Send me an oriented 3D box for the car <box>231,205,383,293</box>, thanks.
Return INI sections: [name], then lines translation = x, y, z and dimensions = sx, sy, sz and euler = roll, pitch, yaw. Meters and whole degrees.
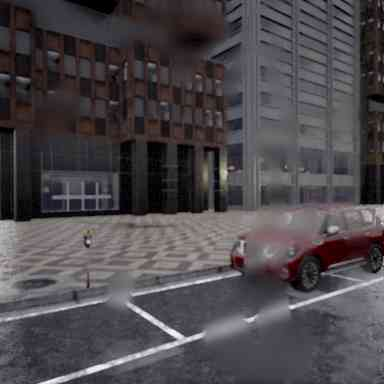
[car]
translation = 3.378, 1.312, 9.062
dimensions = 5.009, 1.841, 2.192
euler = 0, 0, -35
